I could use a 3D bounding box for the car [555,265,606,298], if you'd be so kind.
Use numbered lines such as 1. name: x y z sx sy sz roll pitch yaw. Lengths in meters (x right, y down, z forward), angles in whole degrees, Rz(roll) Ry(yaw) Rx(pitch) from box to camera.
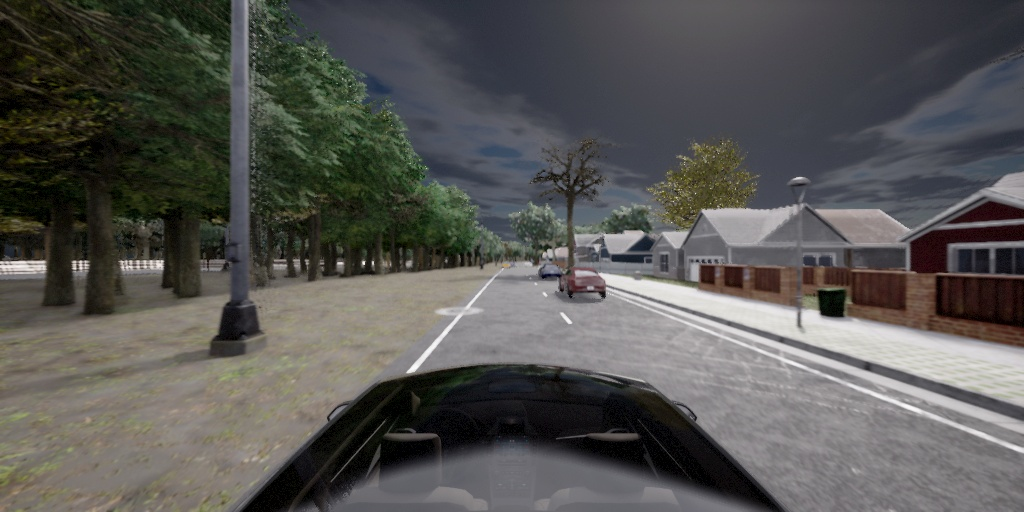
1. car: 3.597 1.304 18.711 1.812 1.442 4.674 0 0 0

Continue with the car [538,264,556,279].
1. car: 3.594 1.407 34.148 1.994 1.385 4.181 0 -1 0
